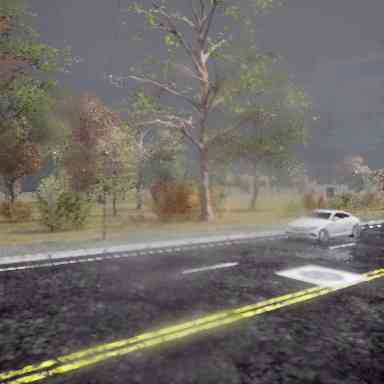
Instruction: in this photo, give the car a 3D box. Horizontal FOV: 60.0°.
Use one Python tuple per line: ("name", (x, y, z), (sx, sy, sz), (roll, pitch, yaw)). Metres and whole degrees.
("car", (6.643, 1.607, 16.589), (4.674, 1.442, 1.812), (1, 0, -36))
